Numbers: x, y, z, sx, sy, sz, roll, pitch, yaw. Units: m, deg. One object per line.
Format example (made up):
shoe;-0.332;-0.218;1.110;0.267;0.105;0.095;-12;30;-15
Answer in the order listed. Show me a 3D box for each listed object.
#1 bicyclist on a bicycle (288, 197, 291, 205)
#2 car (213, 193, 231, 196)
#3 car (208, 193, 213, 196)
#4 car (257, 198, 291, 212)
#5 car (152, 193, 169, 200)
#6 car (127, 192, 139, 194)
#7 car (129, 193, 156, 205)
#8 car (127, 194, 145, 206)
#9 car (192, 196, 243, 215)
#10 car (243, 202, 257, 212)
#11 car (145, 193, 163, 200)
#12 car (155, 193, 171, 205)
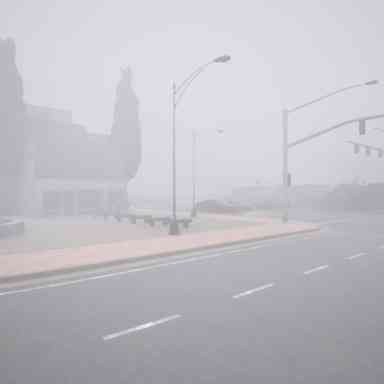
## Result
bicyclist on a bicycle;12.889;1.258;44.859;1.656;1.620;0.582;-7;4;-40
car;6.855;1.392;69.078;3.806;1.475;1.970;0;0;-42
car;4.935;1.152;71.245;3.866;1.878;1.905;0;0;-42
car;8.972;1.489;38.294;2.128;1.511;4.902;0;0;-40
car;-8.163;1.152;85.858;3.866;1.878;1.905;0;0;-42
car;-12.616;1.095;69.015;2.150;2.045;5.566;0;0;-40
car;-9.124;1.490;59.568;2.128;1.511;4.902;0;0;-40
car;-10.508;1.491;55.621;2.128;1.511;4.902;0;0;-40
car;2.540;1.476;34.747;1.882;1.535;5.008;0;0;-40
car;4.792;1.561;37.503;1.994;1.385;4.181;0;0;-40
car;-10.050;1.150;88.053;4.605;1.855;1.932;0;0;-42
car;-5.945;1.475;61.224;1.882;1.535;5.008;0;0;-40
